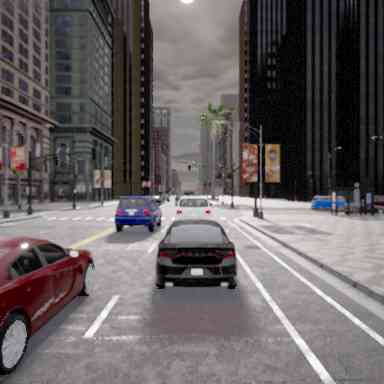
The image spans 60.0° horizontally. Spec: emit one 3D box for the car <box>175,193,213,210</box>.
[{"bbox_3d":[0.097,1.256,20.507,2.150,2.045,5.566,0,0,0],"label":"car"}]

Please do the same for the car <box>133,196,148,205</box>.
[{"bbox_3d":[-9.795,1.601,63.789,2.128,1.511,4.902,0,0,1],"label":"car"}]

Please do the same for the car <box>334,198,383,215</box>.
[{"bbox_3d":[17.063,1.604,33.204,4.403,1.369,2.008,0,0,0],"label":"car"}]

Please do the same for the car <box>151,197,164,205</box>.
[{"bbox_3d":[-6.543,1.710,63.703,1.895,1.301,4.718,0,0,1],"label":"car"}]

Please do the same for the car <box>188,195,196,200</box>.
[{"bbox_3d":[-0.019,1.554,94.415,2.033,1.411,5.357,0,0,0],"label":"car"}]

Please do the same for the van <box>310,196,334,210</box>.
[{"bbox_3d":[17.057,1.385,41.729,3.998,1.788,1.690,0,0,0],"label":"van"}]

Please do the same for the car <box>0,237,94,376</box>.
[{"bbox_3d":[-3.153,1.487,5.595,1.882,1.535,5.008,0,0,0],"label":"car"}]

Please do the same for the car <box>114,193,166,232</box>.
[{"bbox_3d":[-3.183,1.256,20.566,2.150,2.045,5.566,0,0,2],"label":"car"}]

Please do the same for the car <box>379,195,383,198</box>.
[{"bbox_3d":[25.174,1.393,39.068,4.553,1.767,2.097,0,0,0],"label":"car"}]

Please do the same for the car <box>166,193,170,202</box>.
[{"bbox_3d":[-6.517,1.362,79.173,2.150,2.045,5.566,0,0,0],"label":"car"}]

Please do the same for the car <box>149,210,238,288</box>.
[{"bbox_3d":[0.097,1.493,9.325,1.882,1.535,5.008,0,0,0],"label":"car"}]

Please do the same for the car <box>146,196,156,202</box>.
[{"bbox_3d":[-9.767,1.661,79.225,1.812,1.442,4.674,0,0,0],"label":"car"}]

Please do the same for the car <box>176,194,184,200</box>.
[{"bbox_3d":[-3.269,1.351,93.968,2.097,1.767,4.553,0,0,0],"label":"car"}]

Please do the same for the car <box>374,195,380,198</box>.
[{"bbox_3d":[22.734,1.355,41.731,5.009,1.841,2.192,0,0,0],"label":"car"}]

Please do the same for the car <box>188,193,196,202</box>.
[{"bbox_3d":[-0.018,1.364,84.026,2.150,2.045,5.566,0,0,0],"label":"car"}]

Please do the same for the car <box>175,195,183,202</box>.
[{"bbox_3d":[-3.268,1.637,83.578,1.837,1.490,4.892,0,0,0],"label":"car"}]
